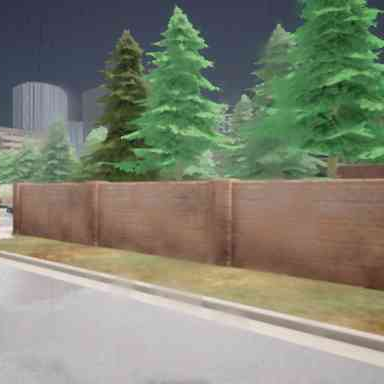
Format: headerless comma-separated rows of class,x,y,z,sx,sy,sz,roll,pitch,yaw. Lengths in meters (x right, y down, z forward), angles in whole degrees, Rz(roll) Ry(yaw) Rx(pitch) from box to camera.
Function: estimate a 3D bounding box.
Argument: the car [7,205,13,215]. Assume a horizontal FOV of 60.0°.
car,-14.253,1.312,30.612,1.882,1.535,5.008,0,0,35
